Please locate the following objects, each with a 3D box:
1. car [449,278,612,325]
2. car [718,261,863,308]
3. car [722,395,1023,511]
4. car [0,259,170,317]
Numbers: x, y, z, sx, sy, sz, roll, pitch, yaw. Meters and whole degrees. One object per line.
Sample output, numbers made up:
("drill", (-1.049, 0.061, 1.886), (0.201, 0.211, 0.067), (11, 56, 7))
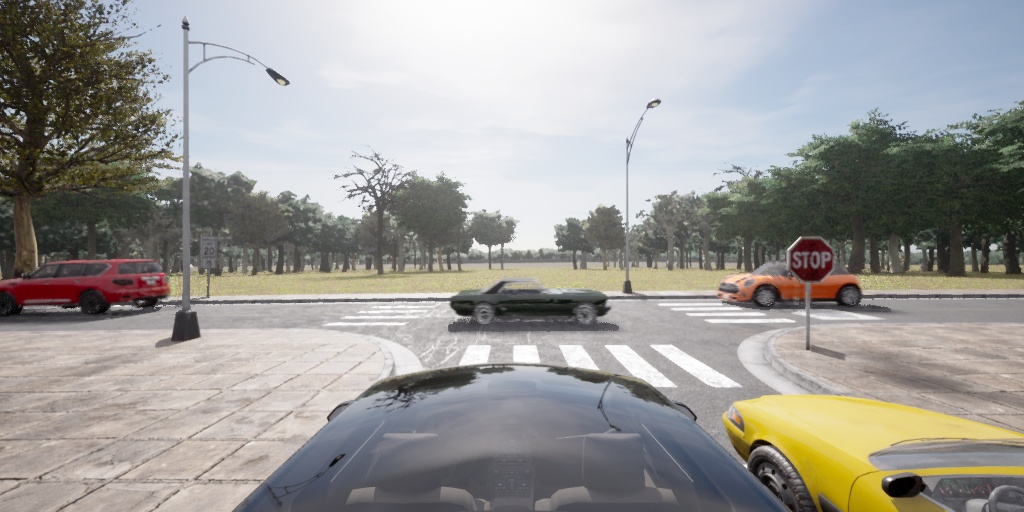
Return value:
("car", (0.565, 1.327, 11.078), (4.718, 1.301, 1.895), (0, 0, 1))
("car", (10.590, 0.982, 13.943), (4.553, 1.767, 2.097), (0, 0, 1))
("car", (2.634, 1.275, 1.099), (1.751, 1.417, 4.829), (0, 0, 0))
("car", (-16.951, 1.180, 14.198), (5.566, 2.045, 2.150), (-1, 0, 1))
